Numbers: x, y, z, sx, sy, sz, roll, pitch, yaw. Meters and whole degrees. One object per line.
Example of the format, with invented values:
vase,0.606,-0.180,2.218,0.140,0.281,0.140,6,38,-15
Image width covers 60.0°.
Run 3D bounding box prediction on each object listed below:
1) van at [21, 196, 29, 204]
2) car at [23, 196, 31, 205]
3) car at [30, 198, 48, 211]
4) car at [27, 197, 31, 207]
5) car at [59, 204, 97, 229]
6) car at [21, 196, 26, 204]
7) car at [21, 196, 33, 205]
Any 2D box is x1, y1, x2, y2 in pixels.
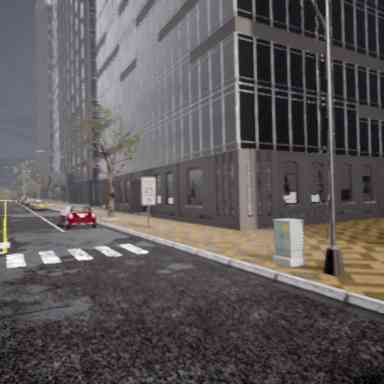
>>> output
van,-42.919,2.008,85.416,1.690,1.788,3.998,0,-1,-29
car,-29.425,2.001,61.254,1.887,1.381,4.507,0,-1,-29
car,-21.412,1.857,46.907,1.752,1.417,4.829,0,-1,-29
car,-24.110,1.899,51.738,1.752,1.417,4.829,0,-1,-29
car,-7.835,1.561,22.598,1.967,1.590,4.097,0,-1,-29
car,-34.906,2.067,71.066,1.752,1.417,4.829,0,-1,-29
car,-37.522,1.898,75.752,2.192,1.841,5.009,0,-1,-29
